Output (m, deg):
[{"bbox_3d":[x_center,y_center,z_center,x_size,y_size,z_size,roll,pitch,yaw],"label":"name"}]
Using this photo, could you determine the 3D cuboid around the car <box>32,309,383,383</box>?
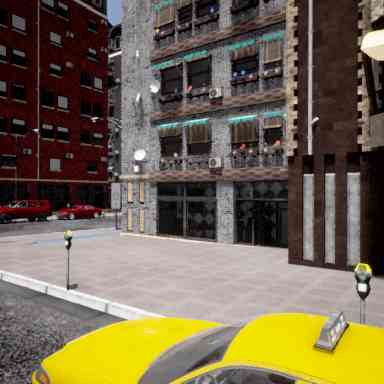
[{"bbox_3d":[0.718,1.525,2.362,4.829,1.417,1.752,0,0,36],"label":"car"}]

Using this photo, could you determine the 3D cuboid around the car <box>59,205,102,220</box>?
[{"bbox_3d":[-10.884,1.923,32.295,1.887,1.381,4.507,-1,-2,35],"label":"car"}]

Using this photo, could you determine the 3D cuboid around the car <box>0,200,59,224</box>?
[{"bbox_3d":[-14.179,1.591,27.655,2.192,1.841,5.009,-1,-2,35],"label":"car"}]
